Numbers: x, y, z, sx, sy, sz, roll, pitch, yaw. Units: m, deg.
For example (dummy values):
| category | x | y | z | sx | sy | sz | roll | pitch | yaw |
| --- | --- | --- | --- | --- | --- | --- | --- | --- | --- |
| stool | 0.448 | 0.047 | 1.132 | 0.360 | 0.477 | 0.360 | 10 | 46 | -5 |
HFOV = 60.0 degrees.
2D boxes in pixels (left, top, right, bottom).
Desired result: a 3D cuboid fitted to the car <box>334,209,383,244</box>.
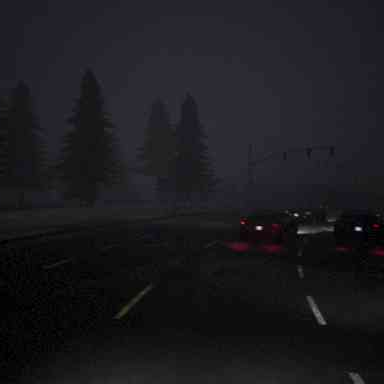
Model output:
| category | x | y | z | sx | sy | sz | roll | pitch | yaw |
| --- | --- | --- | --- | --- | --- | --- | --- | --- | --- |
| car | 7.781 | 1.495 | 15.621 | 1.994 | 1.385 | 4.181 | 0 | 1 | 26 |

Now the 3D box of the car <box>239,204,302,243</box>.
| category | x | y | z | sx | sy | sz | roll | pitch | yaw |
| --- | --- | --- | --- | --- | --- | --- | --- | --- | --- |
| car | 3.715 | 1.471 | 15.753 | 1.994 | 1.385 | 4.181 | 1 | 0 | 27 |

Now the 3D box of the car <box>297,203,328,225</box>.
| category | x | y | z | sx | sy | sz | roll | pitch | yaw |
| --- | --- | --- | --- | --- | --- | --- | --- | --- | --- |
| car | 7.918 | 1.443 | 23.029 | 1.994 | 1.385 | 4.181 | 1 | 1 | 37 |
